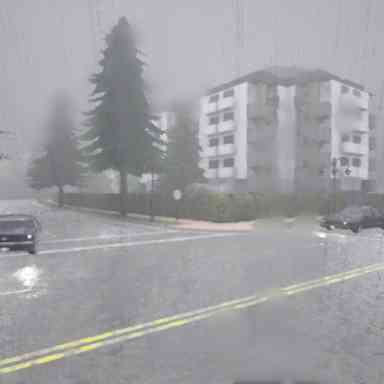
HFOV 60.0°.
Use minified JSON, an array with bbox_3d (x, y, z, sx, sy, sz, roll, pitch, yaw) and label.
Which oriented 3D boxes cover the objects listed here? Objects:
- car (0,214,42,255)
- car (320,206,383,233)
[{"bbox_3d":[-6.995,1.577,13.062,1.895,1.301,4.718,0,0,-22],"label":"car"},{"bbox_3d":[9.952,1.551,19.761,5.357,1.411,2.033,0,0,-33],"label":"car"}]
